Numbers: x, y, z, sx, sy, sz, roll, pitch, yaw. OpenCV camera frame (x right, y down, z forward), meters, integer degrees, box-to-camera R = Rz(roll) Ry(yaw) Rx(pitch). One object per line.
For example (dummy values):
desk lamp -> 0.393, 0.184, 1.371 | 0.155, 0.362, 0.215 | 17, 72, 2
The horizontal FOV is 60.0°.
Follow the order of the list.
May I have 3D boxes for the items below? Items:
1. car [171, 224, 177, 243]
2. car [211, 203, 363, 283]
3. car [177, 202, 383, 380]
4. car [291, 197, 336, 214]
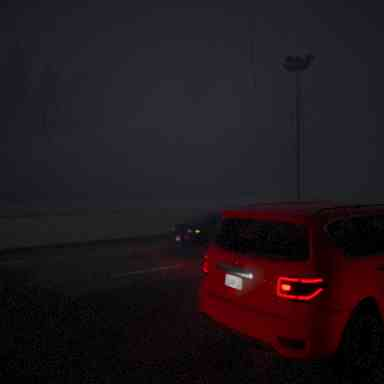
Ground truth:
car -> 1.373, 1.485, 13.349 | 4.674, 1.442, 1.812 | 0, 0, -36
car -> 3.036, 1.312, 10.239 | 4.553, 1.767, 2.097 | 0, 0, -35
car -> 2.702, 1.195, 5.691 | 5.566, 2.045, 2.150 | 0, 0, -35
car -> 12.702, 1.328, 34.606 | 5.008, 1.535, 1.882 | 0, 0, -36
